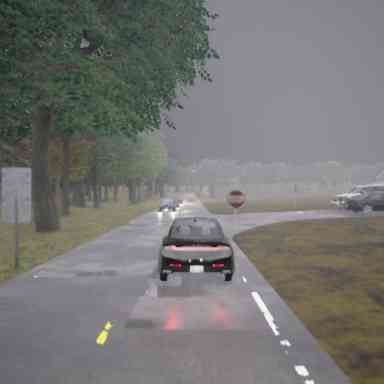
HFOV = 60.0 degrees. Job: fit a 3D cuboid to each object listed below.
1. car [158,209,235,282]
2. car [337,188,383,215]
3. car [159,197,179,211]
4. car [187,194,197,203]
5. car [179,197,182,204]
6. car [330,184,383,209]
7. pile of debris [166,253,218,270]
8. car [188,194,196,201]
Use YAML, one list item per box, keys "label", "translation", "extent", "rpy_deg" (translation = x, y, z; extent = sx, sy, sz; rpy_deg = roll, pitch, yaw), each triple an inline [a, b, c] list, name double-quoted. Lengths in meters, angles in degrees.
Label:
- label: "car"
  translation: [0.098, 1.476, 9.720]
  extent: [2.128, 1.511, 4.902]
  rpy_deg: [0, 0, 0]
- label: "car"
  translation: [13.569, 0.730, 23.896]
  extent: [5.008, 1.535, 1.882]
  rpy_deg: [-3, 1, 1]
- label: "car"
  translation: [-2.844, 1.498, 39.453]
  extent: [1.812, 1.442, 4.674]
  rpy_deg: [0, 0, 0]
- label: "car"
  translation: [0.001, 1.453, 71.233]
  extent: [1.882, 1.535, 5.008]
  rpy_deg: [0, 0, 0]
- label: "car"
  translation: [-2.830, 1.479, 48.867]
  extent: [1.837, 1.490, 4.892]
  rpy_deg: [0, 0, 0]
- label: "car"
  translation: [14.128, 0.410, 26.774]
  extent: [5.566, 2.045, 2.150]
  rpy_deg: [-3, 1, 1]
- label: "pile of debris"
  translation: [0.001, 2.162, 10.464]
  extent: [1.500, 0.140, 1.860]
  rpy_deg: [0, 0, 0]
- label: "car"
  translation: [0.001, 1.334, 81.654]
  extent: [1.812, 1.442, 4.674]
  rpy_deg: [0, 0, 0]
